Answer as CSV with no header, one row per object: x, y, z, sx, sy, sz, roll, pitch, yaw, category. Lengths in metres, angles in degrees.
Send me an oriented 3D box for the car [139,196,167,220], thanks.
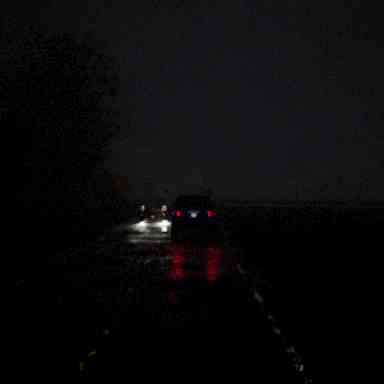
-2.762,1.135,25.646,2.097,1.767,4.553,0,1,0,car

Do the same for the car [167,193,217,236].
0.093,1.076,17.433,2.150,2.045,5.566,0,1,0,car

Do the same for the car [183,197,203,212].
0.089,1.273,34.563,1.994,1.385,4.181,0,1,-1,car
